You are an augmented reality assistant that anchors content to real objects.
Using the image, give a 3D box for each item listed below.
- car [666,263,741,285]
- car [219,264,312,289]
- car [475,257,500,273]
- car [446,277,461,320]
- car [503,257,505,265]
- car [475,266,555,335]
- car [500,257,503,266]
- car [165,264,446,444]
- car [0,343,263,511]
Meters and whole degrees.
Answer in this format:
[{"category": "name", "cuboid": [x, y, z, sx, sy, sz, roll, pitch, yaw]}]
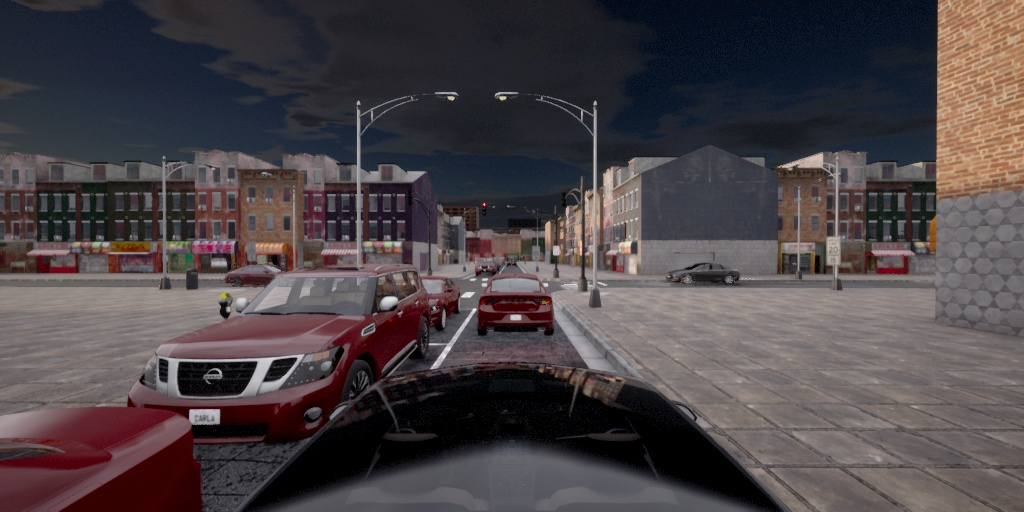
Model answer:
[{"category": "car", "cuboid": [13.701, 1.264, 25.811, 4.892, 1.490, 1.837, 0, 0, 0]}, {"category": "car", "cuboid": [-15.636, 1.275, 22.891, 4.674, 1.442, 1.812, 0, 0, 0]}, {"category": "car", "cuboid": [-2.665, 1.071, 37.441, 2.192, 1.841, 5.009, 0, 0, 0]}, {"category": "car", "cuboid": [-2.645, 1.294, 11.032, 1.888, 1.381, 4.507, 0, 0, 0]}, {"category": "car", "cuboid": [-2.685, 1.334, 64.575, 2.007, 1.370, 4.403, 0, 0, 0]}, {"category": "car", "cuboid": [0.090, 1.226, 10.496, 1.882, 1.535, 5.008, 0, 0, 0]}, {"category": "car", "cuboid": [-2.673, 1.079, 48.295, 2.192, 1.841, 5.009, 0, 0, 0]}, {"category": "car", "cuboid": [-2.641, 1.064, 5.598, 2.192, 1.841, 5.009, 0, 0, 0]}, {"category": "car", "cuboid": [-2.638, 1.295, 0.164, 1.888, 1.381, 4.507, 0, 0, 0]}]
